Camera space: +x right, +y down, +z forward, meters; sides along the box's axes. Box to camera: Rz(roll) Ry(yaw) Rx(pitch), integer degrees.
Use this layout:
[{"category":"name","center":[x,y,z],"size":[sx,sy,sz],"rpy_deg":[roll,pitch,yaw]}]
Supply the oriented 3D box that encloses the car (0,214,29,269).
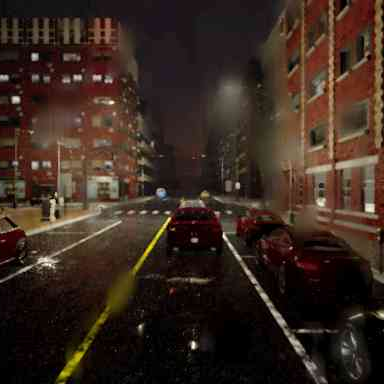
[{"category":"car","center":[-5.702,1.310,7.957],"size":[1.967,1.590,4.097],"rpy_deg":[1,1,0]}]

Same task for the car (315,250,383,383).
[{"category":"car","center":[2.661,1.526,2.292],"size":[1.947,1.339,4.313],"rpy_deg":[1,1,0]}]

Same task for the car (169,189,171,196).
[{"category":"car","center":[-5.895,0.476,68.515],"size":[1.802,1.307,4.206],"rpy_deg":[1,1,0]}]

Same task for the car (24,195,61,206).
[{"category":"car","center":[-18.843,1.041,41.917],"size":[4.313,1.339,1.947],"rpy_deg":[0,0,0]}]

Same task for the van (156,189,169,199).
[{"category":"van","center":[-5.874,0.325,62.860],"size":[1.690,1.788,3.998],"rpy_deg":[1,1,0]}]

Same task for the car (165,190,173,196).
[{"category":"car","center":[-5.948,0.151,85.299],"size":[1.752,1.417,4.829],"rpy_deg":[1,1,0]}]

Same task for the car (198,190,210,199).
[{"category":"car","center":[2.503,0.507,63.020],"size":[1.752,1.417,4.829],"rpy_deg":[1,1,0]}]

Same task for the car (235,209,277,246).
[{"category":"car","center":[2.795,1.360,13.604],"size":[1.802,1.307,4.206],"rpy_deg":[1,1,0]}]

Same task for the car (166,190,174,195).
[{"category":"car","center":[-5.966,0.084,91.120],"size":[2.008,1.369,4.403],"rpy_deg":[1,1,0]}]

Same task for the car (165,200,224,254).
[{"category":"car","center":[0.060,1.273,12.508],"size":[1.882,1.535,5.008],"rpy_deg":[0,1,0]}]

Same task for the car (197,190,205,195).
[{"category":"car","center":[2.414,0.098,91.108],"size":[1.947,1.339,4.313],"rpy_deg":[1,1,0]}]

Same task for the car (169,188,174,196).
[{"category":"car","center":[-5.931,0.295,79.818],"size":[1.802,1.307,4.206],"rpy_deg":[1,1,0]}]

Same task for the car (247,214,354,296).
[{"category":"car","center":[2.643,1.451,7.949],"size":[1.802,1.307,4.206],"rpy_deg":[1,1,0]}]

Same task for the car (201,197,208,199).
[{"category":"car","center":[0.047,1.232,22.675],"size":[1.895,1.301,4.718],"rpy_deg":[0,1,0]}]
